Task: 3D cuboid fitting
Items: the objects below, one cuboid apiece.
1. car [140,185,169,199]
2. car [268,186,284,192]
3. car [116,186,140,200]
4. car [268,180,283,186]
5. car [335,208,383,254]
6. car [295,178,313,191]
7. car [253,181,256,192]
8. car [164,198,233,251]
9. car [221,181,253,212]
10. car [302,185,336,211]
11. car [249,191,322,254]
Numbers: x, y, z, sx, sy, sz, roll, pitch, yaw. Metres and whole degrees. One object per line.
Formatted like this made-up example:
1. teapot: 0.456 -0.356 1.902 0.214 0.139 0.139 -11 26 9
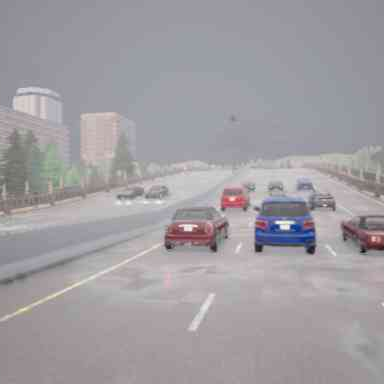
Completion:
1. car: -4.214 -0.029 40.493 1.837 1.490 4.892 -1 6 14
2. car: 7.303 0.672 28.521 2.128 1.511 4.902 -1 5 14
3. car: -7.553 0.026 41.561 2.033 1.411 5.357 -1 7 14
4. car: 10.789 -0.858 42.936 1.895 1.301 4.718 -1 7 14
5. car: 7.172 1.534 13.043 1.895 1.301 4.718 -1 1 13
6. car: 14.177 -1.026 42.064 1.882 1.535 5.008 -1 7 14
7. car: 7.389 -0.807 43.765 1.895 1.301 4.718 -1 7 14
8. car: 0.353 1.384 14.632 2.097 1.767 4.553 -1 1 13
9. car: 3.827 0.469 29.064 2.150 2.045 5.566 -1 5 14
10. car: 10.702 0.622 27.689 2.128 1.511 4.902 -1 5 14
11. car: 3.736 1.201 13.747 2.150 2.045 5.566 -1 1 13
